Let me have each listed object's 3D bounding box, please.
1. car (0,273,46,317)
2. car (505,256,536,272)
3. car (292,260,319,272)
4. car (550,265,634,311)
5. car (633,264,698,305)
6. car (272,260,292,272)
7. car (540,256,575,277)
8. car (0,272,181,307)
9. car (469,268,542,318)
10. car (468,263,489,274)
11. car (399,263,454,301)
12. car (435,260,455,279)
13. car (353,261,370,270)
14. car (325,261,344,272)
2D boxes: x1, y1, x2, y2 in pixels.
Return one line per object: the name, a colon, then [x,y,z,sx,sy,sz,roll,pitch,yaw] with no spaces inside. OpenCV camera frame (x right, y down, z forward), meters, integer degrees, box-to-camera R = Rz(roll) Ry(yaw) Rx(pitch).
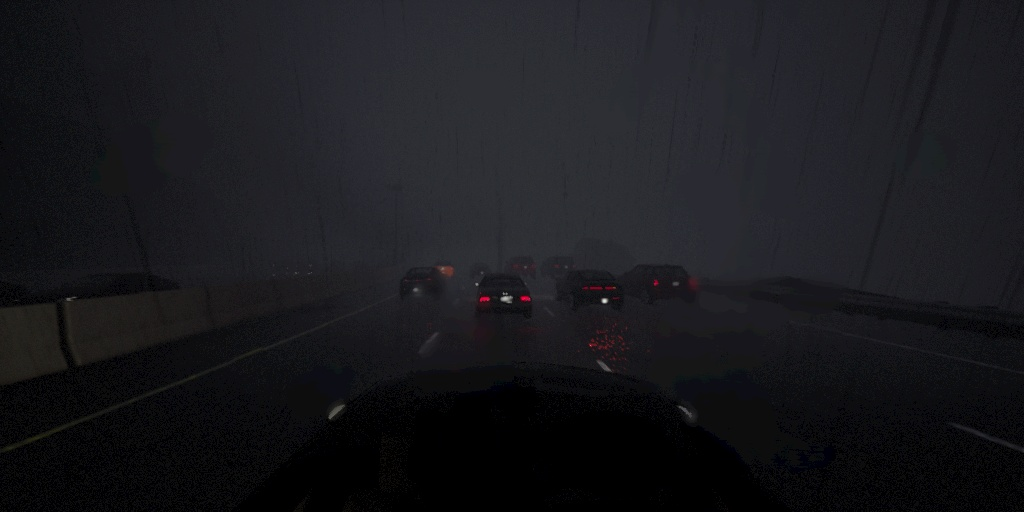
car: [-17.975,1.336,10.874,1.812,1.442,4.674,0,0,-4]
car: [0.702,1.057,33.497,2.150,2.045,5.566,0,0,-10]
car: [-28.670,1.290,50.312,2.097,1.767,4.553,0,0,-17]
car: [2.993,1.284,14.662,1.837,1.490,4.892,0,0,-4]
car: [6.360,1.131,16.390,2.097,1.767,4.553,0,0,-4]
car: [-32.744,1.302,51.668,2.097,1.767,4.553,0,0,-18]
car: [4.237,1.050,33.570,2.150,2.045,5.566,0,0,-10]
car: [-14.614,1.335,13.061,1.812,1.442,4.674,0,0,-4]
car: [-0.368,1.330,13.135,2.033,1.411,5.357,0,0,-4]
car: [-3.164,1.373,35.099,1.812,1.442,4.674,0,0,-10]
car: [-4.292,1.294,17.913,2.128,1.511,4.902,0,0,-5]
car: [-6.485,1.202,33.767,2.097,1.767,4.553,0,0,-10]
car: [-22.055,1.480,52.756,2.033,1.411,5.357,0,0,-17]
car: [-25.235,1.425,51.070,2.128,1.511,4.902,0,0,-17]
